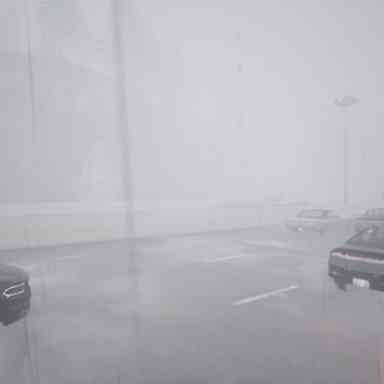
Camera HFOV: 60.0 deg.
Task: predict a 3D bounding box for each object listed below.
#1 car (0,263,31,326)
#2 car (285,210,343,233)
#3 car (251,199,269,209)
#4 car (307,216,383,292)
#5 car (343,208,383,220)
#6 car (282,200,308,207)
[{"bbox_3d":[-4.989,1.490,4.589,5.008,1.535,1.882,0,0,-35],"label":"car"},{"bbox_3d":[7.304,1.631,18.668,4.718,1.301,1.895,0,0,-41],"label":"car"},{"bbox_3d":[9.678,1.421,40.399,2.097,1.767,4.553,0,0,44],"label":"car"},{"bbox_3d":[5.100,1.503,7.787,4.902,1.511,2.128,0,0,-38],"label":"car"},{"bbox_3d":[9.610,1.516,16.079,4.902,1.511,2.128,0,0,-41],"label":"car"},{"bbox_3d":[12.355,1.628,38.125,1.994,1.385,4.181,0,0,44],"label":"car"}]
